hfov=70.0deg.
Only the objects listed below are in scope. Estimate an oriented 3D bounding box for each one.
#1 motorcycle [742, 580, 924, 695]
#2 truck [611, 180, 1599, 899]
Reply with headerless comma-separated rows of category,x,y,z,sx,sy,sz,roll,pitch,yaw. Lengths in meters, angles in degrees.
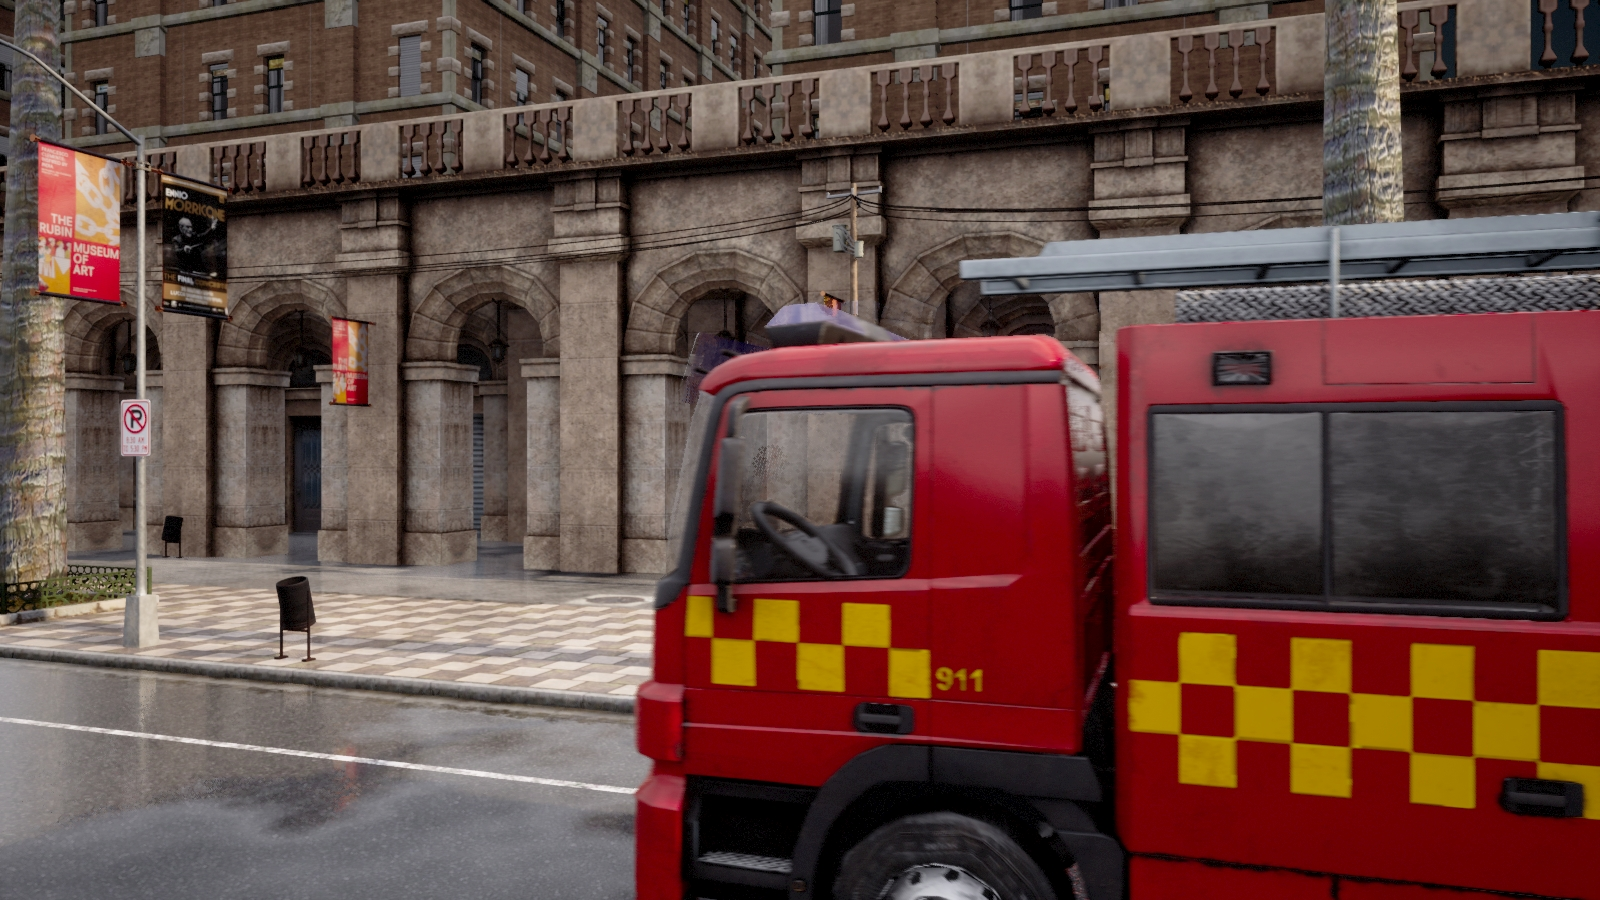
motorcycle,0.395,2.215,13.714,2.033,1.145,0.803,0,0,20
truck,3.537,0.890,5.679,8.468,3.827,2.891,0,0,19
